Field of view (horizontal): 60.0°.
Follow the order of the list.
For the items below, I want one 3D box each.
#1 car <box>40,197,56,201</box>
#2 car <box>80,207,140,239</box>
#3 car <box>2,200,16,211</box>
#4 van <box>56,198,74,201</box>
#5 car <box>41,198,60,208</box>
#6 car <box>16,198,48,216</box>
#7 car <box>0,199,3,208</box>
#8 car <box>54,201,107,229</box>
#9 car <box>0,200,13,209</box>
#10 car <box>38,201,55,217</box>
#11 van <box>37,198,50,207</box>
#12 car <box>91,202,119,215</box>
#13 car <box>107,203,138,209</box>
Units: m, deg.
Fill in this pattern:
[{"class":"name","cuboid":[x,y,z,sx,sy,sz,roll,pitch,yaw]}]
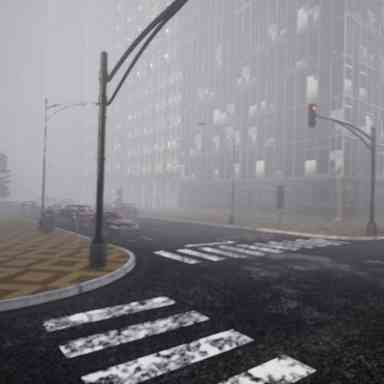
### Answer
[{"class":"car","cuboid":[-24.698,1.805,56.189,2.150,2.045,5.566,2,-2,-36]},{"class":"car","cuboid":[-4.344,1.699,18.033,1.802,1.307,4.206,1,-1,-36]},{"class":"car","cuboid":[-24.290,1.898,45.692,2.008,1.369,4.403,1,-1,-36]},{"class":"van","cuboid":[-20.816,1.981,55.204,1.690,1.788,3.998,1,-1,-36]},{"class":"car","cuboid":[-27.464,2.032,64.424,2.192,1.841,5.009,1,-1,-36]},{"class":"car","cuboid":[-17.640,1.711,36.475,1.967,1.590,4.097,1,-1,-36]},{"class":"car","cuboid":[-27.614,1.952,50.302,1.947,1.339,4.313,1,-1,-36]},{"class":"car","cuboid":[-7.666,1.595,22.645,1.967,1.590,4.097,1,-1,-36]},{"class":"car","cuboid":[-30.938,1.970,54.912,1.887,1.381,4.507,1,-1,-36]},{"class":"car","cuboid":[-10.892,1.718,27.116,1.752,1.417,4.829,1,-1,-36]},{"class":"van","cuboid":[-30.789,2.097,69.034,1.690,1.788,3.998,1,-1,-36]},{"class":"car","cuboid":[-10.944,2.051,41.509,1.752,1.417,4.829,1,-1,-36]},{"class":"car","cuboid":[-7.520,1.926,36.763,1.967,1.590,4.097,1,-1,-36]}]
